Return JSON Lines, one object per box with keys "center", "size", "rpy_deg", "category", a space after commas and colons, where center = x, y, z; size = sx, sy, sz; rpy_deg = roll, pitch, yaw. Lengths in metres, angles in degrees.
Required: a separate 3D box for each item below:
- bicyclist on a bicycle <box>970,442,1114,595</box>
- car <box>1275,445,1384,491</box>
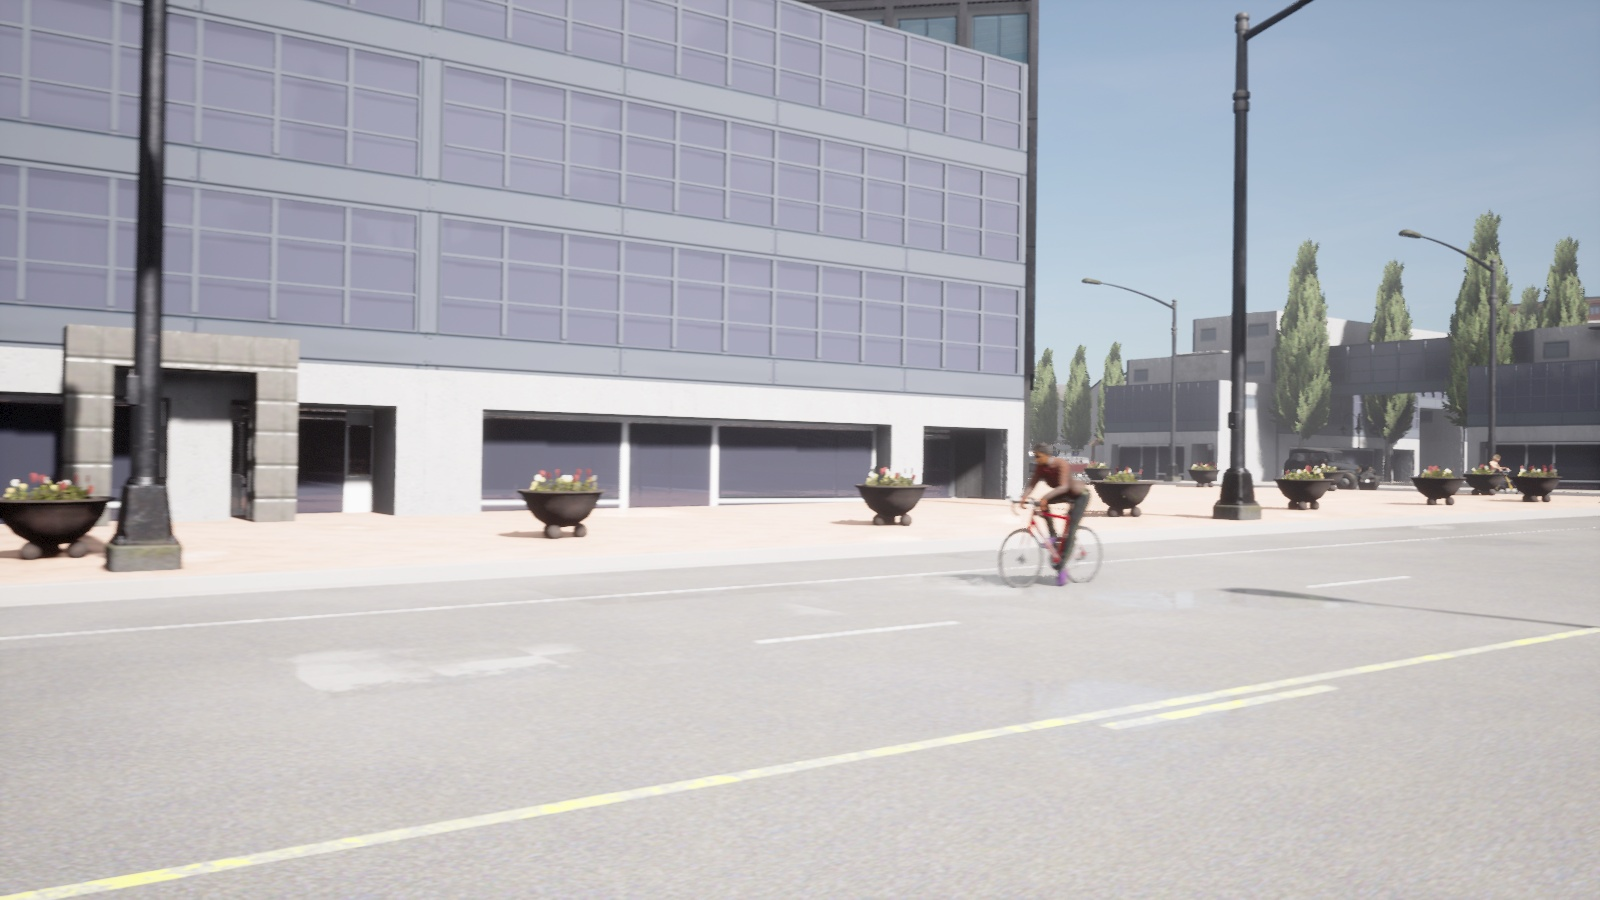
{"center": [2.723, 0.728, 14.076], "size": [1.656, 1.620, 0.582], "rpy_deg": [0, 0, -35], "category": "bicyclist on a bicycle"}
{"center": [22.561, 0.747, 53.592], "size": [1.905, 1.878, 3.866], "rpy_deg": [1, -1, -35], "category": "car"}
